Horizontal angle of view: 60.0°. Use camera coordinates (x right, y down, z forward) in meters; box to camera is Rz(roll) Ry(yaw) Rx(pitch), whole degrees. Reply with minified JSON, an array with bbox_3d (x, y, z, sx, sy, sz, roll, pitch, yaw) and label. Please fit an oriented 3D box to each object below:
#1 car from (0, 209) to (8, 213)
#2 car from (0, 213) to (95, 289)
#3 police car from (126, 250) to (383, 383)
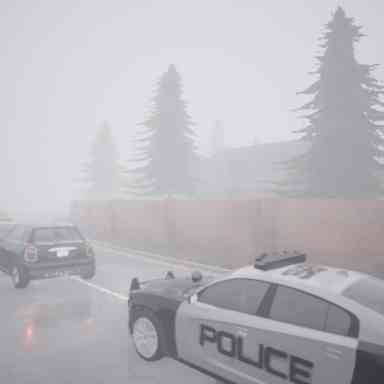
[{"bbox_3d":[-22.779,2.762,38.795,1.837,1.490,4.892,2,-2,-17],"label":"car"},{"bbox_3d":[-4.898,1.724,10.606,2.097,1.767,4.553,3,-3,-41],"label":"car"},{"bbox_3d":[1.044,1.638,4.473,5.238,1.638,1.930,-1,-3,43],"label":"police car"}]
